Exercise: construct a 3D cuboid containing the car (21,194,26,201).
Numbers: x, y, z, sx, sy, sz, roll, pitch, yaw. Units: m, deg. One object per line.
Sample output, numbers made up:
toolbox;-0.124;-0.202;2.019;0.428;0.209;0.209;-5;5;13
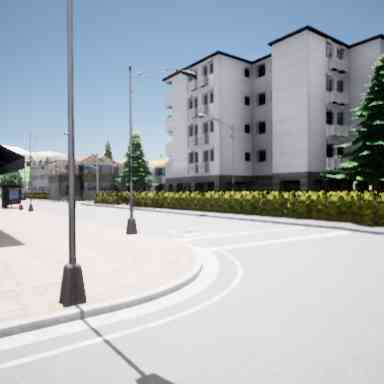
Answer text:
car;-38.350;1.210;74.082;1.994;1.385;4.181;-1;0;-36
